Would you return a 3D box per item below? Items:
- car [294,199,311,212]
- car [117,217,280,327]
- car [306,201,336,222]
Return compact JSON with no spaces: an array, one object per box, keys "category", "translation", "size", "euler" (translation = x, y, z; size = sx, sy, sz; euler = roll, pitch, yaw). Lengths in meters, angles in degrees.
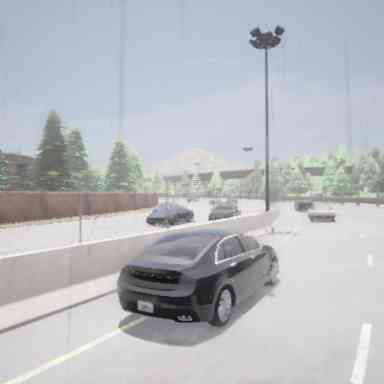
[{"category":"car","translation":[14.366,1.675,42.561],"size":[1.882,1.535,5.008],"euler":[0,0,8]},{"category":"car","translation":[0.495,1.555,7.303],"size":[1.837,1.490,4.892],"euler":[-1,0,30]},{"category":"car","translation":[10.903,1.723,28.026],"size":[1.895,1.301,4.718],"euler":[0,0,17]}]
